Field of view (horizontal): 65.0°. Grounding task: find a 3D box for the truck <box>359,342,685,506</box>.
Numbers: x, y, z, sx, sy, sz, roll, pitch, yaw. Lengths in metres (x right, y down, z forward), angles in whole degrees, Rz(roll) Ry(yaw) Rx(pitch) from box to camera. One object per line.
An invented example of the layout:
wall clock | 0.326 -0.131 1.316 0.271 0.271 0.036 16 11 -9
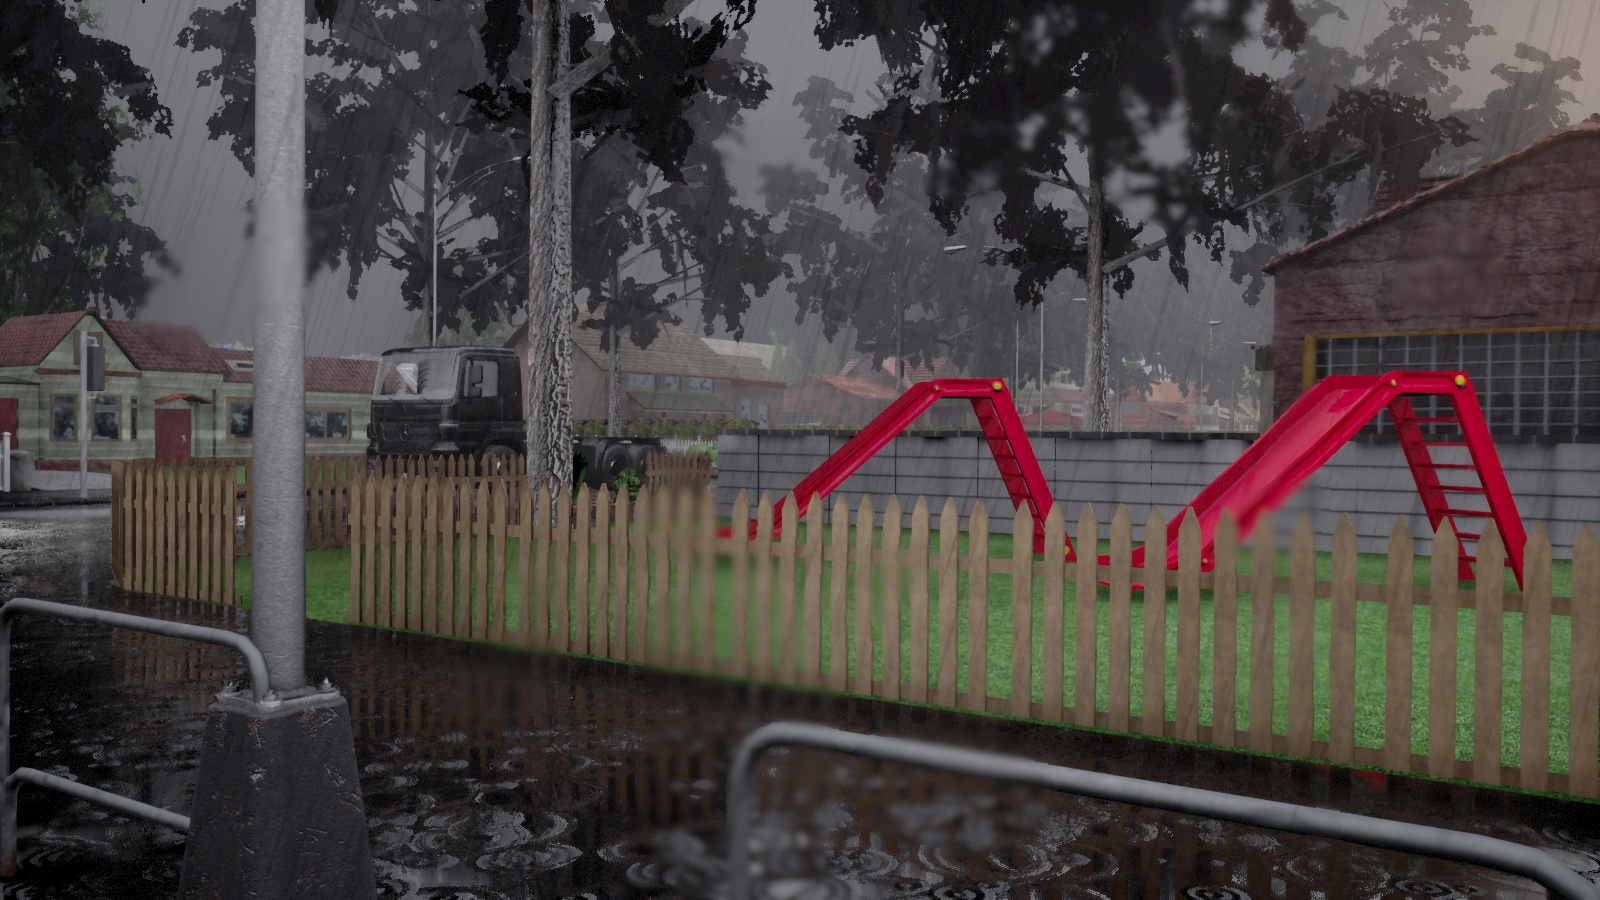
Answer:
truck | -6.449 -0.610 30.605 2.891 3.462 7.936 0 1 34
